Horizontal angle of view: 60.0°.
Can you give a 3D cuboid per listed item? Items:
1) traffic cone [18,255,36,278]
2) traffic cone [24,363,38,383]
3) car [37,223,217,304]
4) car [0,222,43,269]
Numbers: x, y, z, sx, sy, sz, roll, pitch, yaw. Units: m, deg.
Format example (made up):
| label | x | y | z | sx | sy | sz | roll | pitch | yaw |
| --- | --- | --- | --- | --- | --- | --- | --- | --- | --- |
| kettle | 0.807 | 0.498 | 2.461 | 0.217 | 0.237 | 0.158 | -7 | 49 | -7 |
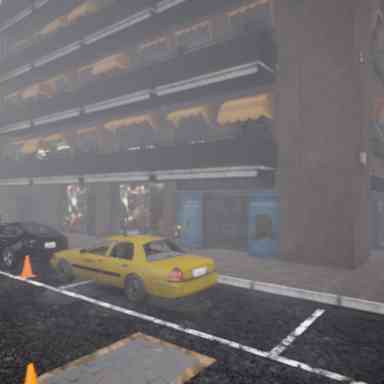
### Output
| label | x | y | z | sx | sy | sz | roll | pitch | yaw |
| --- | --- | --- | --- | --- | --- | --- | --- | --- | --- |
| traffic cone | -4.590 | 2.060 | 9.279 | 0.340 | 0.580 | 0.340 | 0 | -1 | 37 |
| traffic cone | -1.591 | 1.996 | 3.279 | 0.340 | 0.580 | 0.340 | 0 | -1 | 37 |
| car | -1.694 | 1.636 | 8.321 | 4.829 | 1.417 | 1.752 | 0 | -1 | 37 |
| car | -6.077 | 1.693 | 11.609 | 4.313 | 1.339 | 1.947 | 0 | -1 | 37 |
